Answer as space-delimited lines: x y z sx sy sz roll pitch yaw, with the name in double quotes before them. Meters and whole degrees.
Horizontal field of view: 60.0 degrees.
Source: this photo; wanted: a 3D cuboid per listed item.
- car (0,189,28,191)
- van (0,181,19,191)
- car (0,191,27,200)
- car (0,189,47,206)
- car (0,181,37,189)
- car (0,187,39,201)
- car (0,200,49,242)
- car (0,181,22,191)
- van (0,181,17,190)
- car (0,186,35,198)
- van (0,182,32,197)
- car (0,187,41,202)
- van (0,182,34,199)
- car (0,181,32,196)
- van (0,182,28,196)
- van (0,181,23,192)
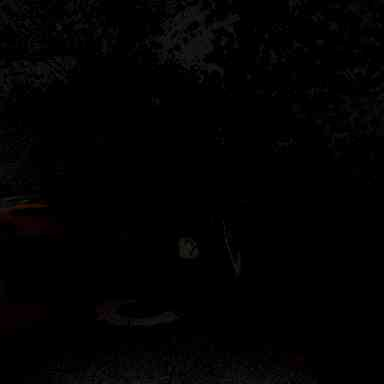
"car" -12.599 0.835 24.618 5.366 1.575 1.946 1 2 -30
"van" -40.285 -1.365 72.692 4.442 1.987 1.878 1 1 -30
"car" -8.287 1.060 17.658 4.553 1.767 2.185 1 2 -30
"car" -16.646 0.521 31.869 4.792 1.488 2.163 1 2 -30
"car" -15.193 0.358 29.500 5.566 2.045 2.435 1 2 -30
"car" -20.777 0.193 39.066 4.792 1.488 2.163 1 1 -30
"car" -6.928 1.301 15.252 5.008 1.535 2.097 1 2 -30
"car" -39.015 -1.301 70.226 5.566 2.045 2.435 1 1 -30
"van" -43.281 -1.554 77.364 4.442 1.987 1.878 1 1 -30
"car" -23.585 -0.030 43.834 5.008 1.535 2.097 1 1 -30
"van" -24.877 -0.346 46.277 4.442 1.987 1.878 1 1 -30
"car" -19.448 0.293 36.788 4.792 1.488 2.163 1 2 -30
"van" -22.273 -0.162 41.367 4.442 1.987 1.878 1 2 -31
"car" -27.791 -0.558 50.986 5.566 2.045 2.435 1 1 -30
"van" -26.474 -0.442 48.551 4.442 1.987 1.878 1 1 -30
"van" -34.705 -0.996 63.126 4.442 1.987 1.878 1 1 -30
